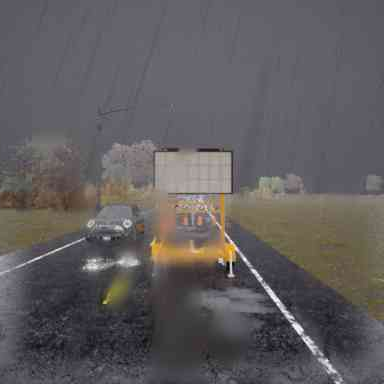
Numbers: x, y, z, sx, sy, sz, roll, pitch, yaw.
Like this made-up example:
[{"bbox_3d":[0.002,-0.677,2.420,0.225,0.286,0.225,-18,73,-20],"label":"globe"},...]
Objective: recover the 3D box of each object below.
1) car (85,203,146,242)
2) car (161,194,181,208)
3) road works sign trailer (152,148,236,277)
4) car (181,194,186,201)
[{"bbox_3d":[-3.565,1.359,16.199,2.097,1.767,4.553,0,0,0],"label":"car"},{"bbox_3d":[-3.245,1.250,48.334,2.150,2.045,5.566,0,0,1],"label":"car"},{"bbox_3d":[0.031,0.469,10.241,2.380,3.560,2.880,0,0,-1],"label":"road works sign trailer"},{"bbox_3d":[-2.711,1.417,86.984,2.097,1.767,4.553,0,0,1],"label":"car"}]
